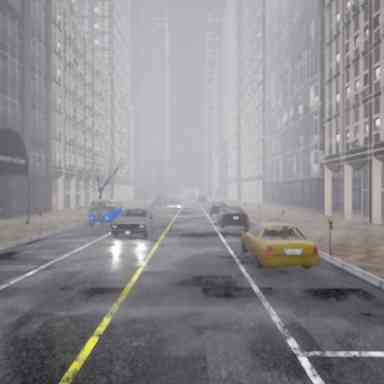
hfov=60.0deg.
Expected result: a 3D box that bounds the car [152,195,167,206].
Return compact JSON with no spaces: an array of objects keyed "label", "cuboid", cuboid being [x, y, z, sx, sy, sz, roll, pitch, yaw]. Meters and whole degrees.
[{"label":"car","cuboid":[-5.723,1.632,56.528,1.887,1.381,4.507,0,0,0]}]

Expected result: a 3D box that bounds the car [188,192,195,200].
[{"label":"car","cuboid":[-0.048,1.495,91.883,2.128,1.511,4.902,0,0,0]}]

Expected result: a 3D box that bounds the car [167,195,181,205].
[{"label":"car","cuboid":[-3.075,1.691,59.971,1.895,1.301,4.718,0,0,1]}]

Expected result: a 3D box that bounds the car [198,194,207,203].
[{"label":"car","cuboid":[2.348,1.453,73.826,2.097,1.767,4.553,0,0,0]}]

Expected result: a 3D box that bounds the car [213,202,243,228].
[{"label":"car","cuboid":[2.675,1.610,22.340,1.947,1.339,4.313,0,0,0]}]

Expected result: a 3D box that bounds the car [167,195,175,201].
[{"label":"car","cuboid":[-5.741,1.650,90.719,2.008,1.369,4.403,0,0,0]}]

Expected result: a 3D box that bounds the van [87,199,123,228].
[{"label":"van","cuboid":[-5.706,1.384,22.340,1.690,1.788,3.998,0,0,0]}]

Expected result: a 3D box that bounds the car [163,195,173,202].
[{"label":"car","cuboid":[-5.735,1.539,79.322,1.967,1.590,4.097,0,0,0]}]

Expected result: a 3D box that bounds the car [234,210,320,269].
[{"label":"car","cuboid":[2.681,1.549,11.113,1.752,1.417,4.829,0,0,0]}]

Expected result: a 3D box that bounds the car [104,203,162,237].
[{"label":"car","cuboid":[-3.109,1.585,18.714,2.033,1.411,5.357,0,0,0]}]

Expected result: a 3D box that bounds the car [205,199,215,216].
[{"label":"car","cuboid":[2.669,1.627,33.736,1.947,1.339,4.313,0,0,0]}]

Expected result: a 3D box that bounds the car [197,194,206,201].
[{"label":"car","cuboid":[2.640,1.415,90.720,2.192,1.841,5.009,0,0,0]}]

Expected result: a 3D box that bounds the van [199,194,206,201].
[{"label":"van","cuboid":[2.643,1.441,85.021,1.690,1.788,3.998,0,0,0]}]
